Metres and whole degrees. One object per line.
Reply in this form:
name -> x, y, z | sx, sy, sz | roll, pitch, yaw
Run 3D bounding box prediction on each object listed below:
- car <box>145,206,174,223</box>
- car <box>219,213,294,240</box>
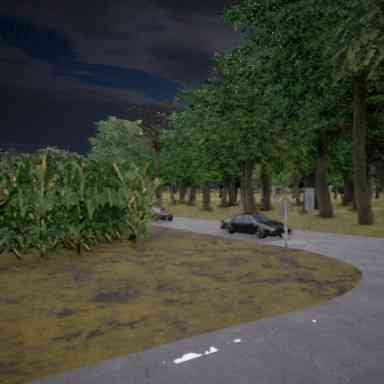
car -> -3.602, 2.258, 33.923 | 1.882, 1.535, 5.008 | 0, -1, -29
car -> 3.817, 2.048, 20.791 | 2.033, 1.411, 5.357 | 0, -1, -29
